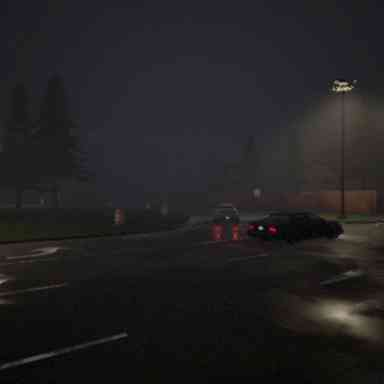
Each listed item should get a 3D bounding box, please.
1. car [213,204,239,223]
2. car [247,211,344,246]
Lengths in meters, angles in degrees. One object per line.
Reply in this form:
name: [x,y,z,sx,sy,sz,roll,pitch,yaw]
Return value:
car: [2.655,1.648,26.560,1.812,1.442,4.674,1,0,2]
car: [5.035,1.640,15.939,5.357,1.411,2.033,0,0,-35]
